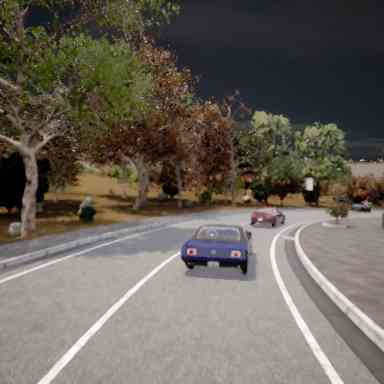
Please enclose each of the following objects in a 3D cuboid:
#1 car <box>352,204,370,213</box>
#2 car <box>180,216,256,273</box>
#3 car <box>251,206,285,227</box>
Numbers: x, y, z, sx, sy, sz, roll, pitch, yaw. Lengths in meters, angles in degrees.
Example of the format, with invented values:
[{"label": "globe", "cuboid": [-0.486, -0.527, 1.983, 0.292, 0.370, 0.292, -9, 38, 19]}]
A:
[{"label": "car", "cuboid": [28.267, 2.776, 56.246, 5.357, 1.411, 2.033, 3, 2, -40]}, {"label": "car", "cuboid": [1.047, 1.704, 11.205, 1.895, 1.301, 4.718, 1, 0, 12]}, {"label": "car", "cuboid": [5.901, 1.834, 25.711, 1.812, 1.442, 4.674, 2, 0, 27]}]
